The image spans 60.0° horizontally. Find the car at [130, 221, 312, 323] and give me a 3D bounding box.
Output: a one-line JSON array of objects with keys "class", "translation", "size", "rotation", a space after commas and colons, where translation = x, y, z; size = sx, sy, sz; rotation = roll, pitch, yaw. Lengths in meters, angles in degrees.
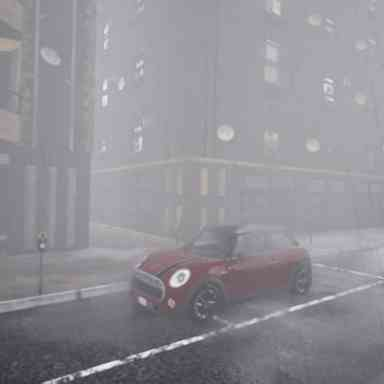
[{"class": "car", "translation": [0.729, 1.477, 7.223], "size": [4.097, 1.590, 1.967], "rotation": [1, 1, -35]}]
